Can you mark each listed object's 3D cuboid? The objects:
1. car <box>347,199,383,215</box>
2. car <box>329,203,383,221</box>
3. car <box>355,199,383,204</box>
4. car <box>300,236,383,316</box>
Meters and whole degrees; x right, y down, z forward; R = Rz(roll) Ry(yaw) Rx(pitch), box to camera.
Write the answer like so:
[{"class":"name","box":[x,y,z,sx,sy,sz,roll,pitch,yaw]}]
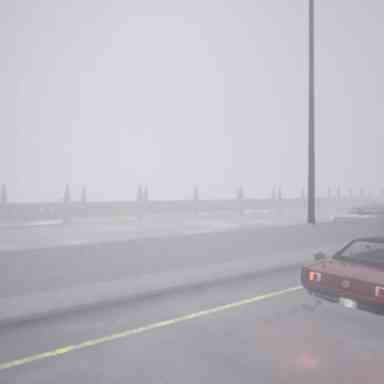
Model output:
[{"class":"car","box":[17.953,1.488,34.000,4.674,1.442,1.812,0,0,-35]},{"class":"car","box":[10.280,1.579,19.932,4.718,1.301,1.895,0,0,-36]},{"class":"car","box":[15.569,1.515,28.006,5.357,1.411,2.033,0,0,-35]},{"class":"car","box":[4.458,1.593,6.930,4.718,1.301,1.895,0,0,-36]}]
